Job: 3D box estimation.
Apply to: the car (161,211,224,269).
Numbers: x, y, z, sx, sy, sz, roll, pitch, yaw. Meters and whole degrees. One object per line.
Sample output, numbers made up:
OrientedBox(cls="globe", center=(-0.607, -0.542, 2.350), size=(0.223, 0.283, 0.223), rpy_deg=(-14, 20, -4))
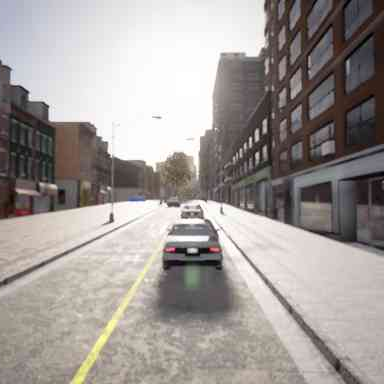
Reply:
OrientedBox(cls="car", center=(0.039, 1.603, 11.311), size=(2.033, 1.411, 5.357), rpy_deg=(0, 0, 1))

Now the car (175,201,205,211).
OrientedBox(cls="car", center=(0.039, 1.630, 26.292), size=(2.033, 1.411, 5.357), rpy_deg=(0, 0, 1))

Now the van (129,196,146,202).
OrientedBox(cls="van", center=(-12.931, 1.733, 79.701), size=(3.998, 1.788, 1.690), rpy_deg=(0, -3, 0))

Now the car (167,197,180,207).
OrientedBox(cls="car", center=(-2.831, 1.548, 51.837), size=(1.882, 1.535, 5.008), rpy_deg=(0, 0, 0))
